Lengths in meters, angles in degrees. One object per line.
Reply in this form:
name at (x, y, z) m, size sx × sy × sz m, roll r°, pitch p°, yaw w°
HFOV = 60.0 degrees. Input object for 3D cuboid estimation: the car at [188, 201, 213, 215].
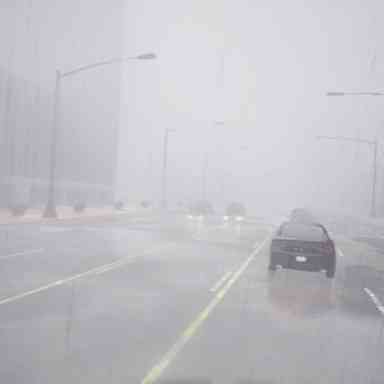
car at (1.093, 1.766, 37.856) m, size 2.128 × 1.511 × 4.902 m, roll 3°, pitch -1°, yaw 18°

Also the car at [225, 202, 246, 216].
car at (5.171, 1.972, 39.050) m, size 1.837 × 1.490 × 4.892 m, roll 3°, pitch -1°, yaw 19°

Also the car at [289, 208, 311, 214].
car at (9.640, 2.168, 29.672) m, size 2.033 × 1.411 × 5.357 m, roll 3°, pitch 0°, yaw 18°

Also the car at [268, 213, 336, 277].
car at (3.763, 1.731, 11.482) m, size 1.882 × 1.535 × 5.008 m, roll 3°, pitch 0°, yaw 18°
